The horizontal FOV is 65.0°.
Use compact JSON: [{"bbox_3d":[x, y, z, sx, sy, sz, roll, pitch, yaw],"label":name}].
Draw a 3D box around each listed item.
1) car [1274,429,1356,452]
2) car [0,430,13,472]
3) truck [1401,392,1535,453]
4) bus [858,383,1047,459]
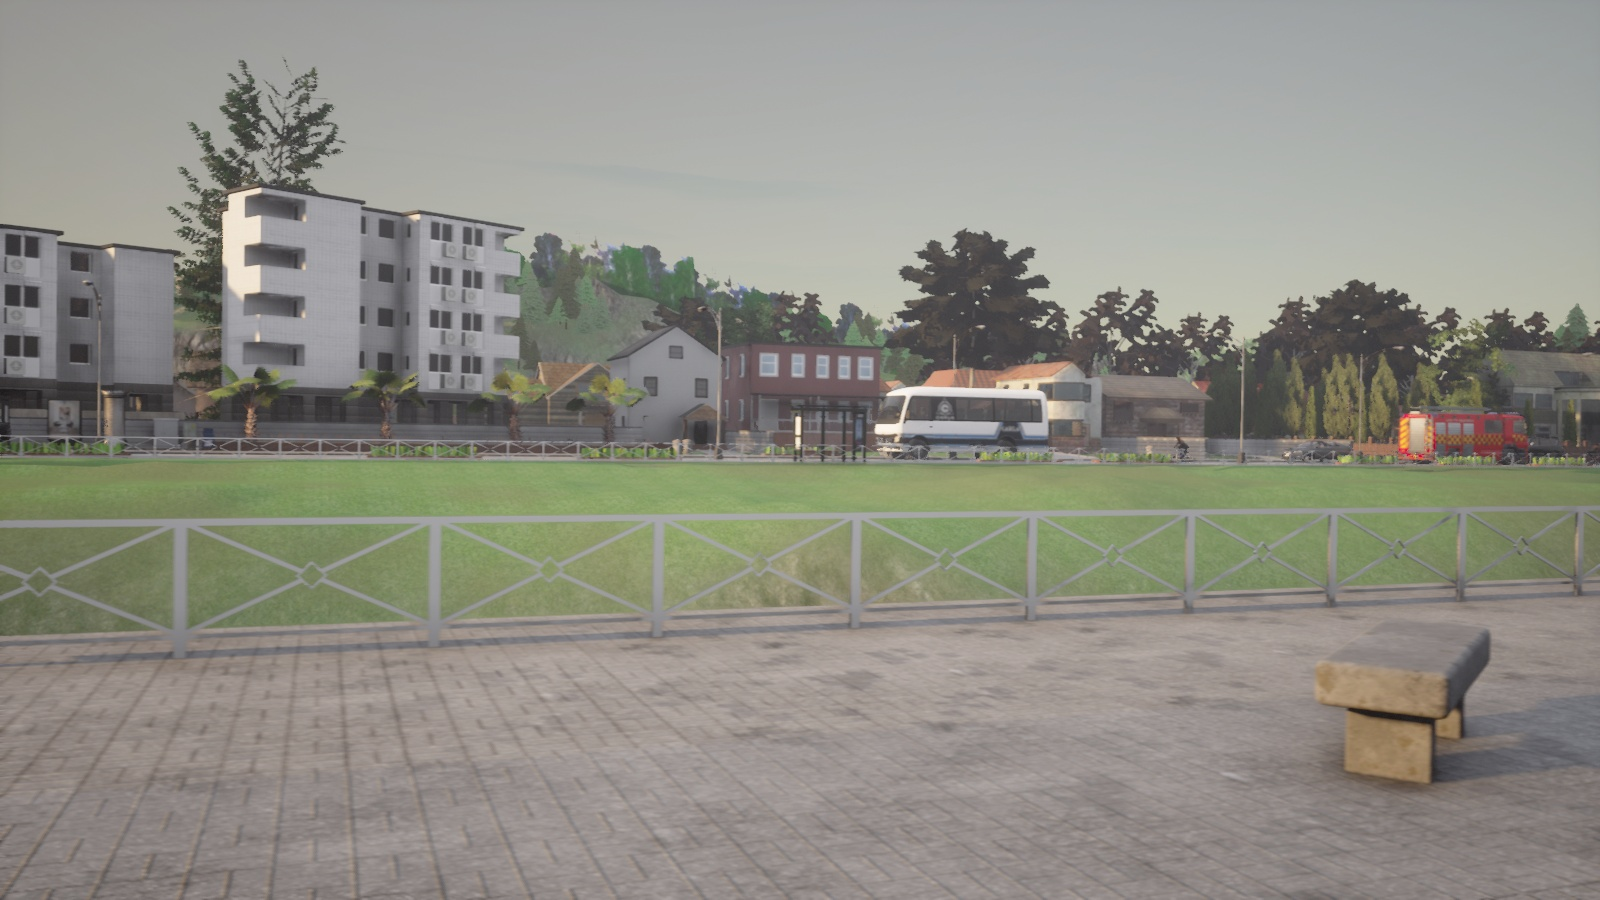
[{"bbox_3d":[33.900,-0.636,82.651,4.902,1.511,2.128,-1,1,-21],"label":"car"},{"bbox_3d":[-37.670,0.043,55.481,4.605,1.855,1.932,-1,1,-21],"label":"car"},{"bbox_3d":[43.646,-1.807,82.057,8.468,3.827,2.891,-1,1,-21],"label":"truck"},{"bbox_3d":[8.870,-1.682,73.133,10.273,4.253,3.944,-1,1,-21],"label":"bus"}]
